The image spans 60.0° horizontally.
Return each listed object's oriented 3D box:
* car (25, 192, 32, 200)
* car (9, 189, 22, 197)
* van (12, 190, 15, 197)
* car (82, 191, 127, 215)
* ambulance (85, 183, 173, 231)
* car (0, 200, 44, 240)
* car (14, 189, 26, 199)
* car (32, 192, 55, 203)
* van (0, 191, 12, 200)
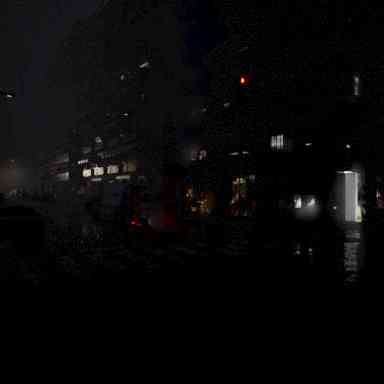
[{"bbox_3d":[-24.276,0.746,52.119,1.947,1.339,4.313,2,0,-36],"label":"car"},{"bbox_3d":[-37.478,0.270,70.493,1.967,1.590,4.097,2,0,-36],"label":"car"},{"bbox_3d":[-34.174,0.259,65.899,1.690,1.788,3.998,2,0,-36],"label":"van"},{"bbox_3d":[-7.762,0.935,29.152,2.192,1.841,5.009,2,0,-36],"label":"car"},{"bbox_3d":[-3.685,0.781,18.849,2.351,2.431,6.366,1,0,-36],"label":"ambulance"},{"bbox_3d":[-7.967,1.259,15.069,1.887,1.381,4.507,2,0,-36],"label":"car"},{"bbox_3d":[-30.977,0.528,61.444,1.752,1.417,4.829,2,0,-36],"label":"car"},{"bbox_3d":[-20.971,0.709,47.526,1.967,1.590,4.097,2,0,-36],"label":"car"},{"bbox_3d":[-14.563,0.880,24.255,1.690,1.788,3.998,2,0,-36],"label":"van"}]
